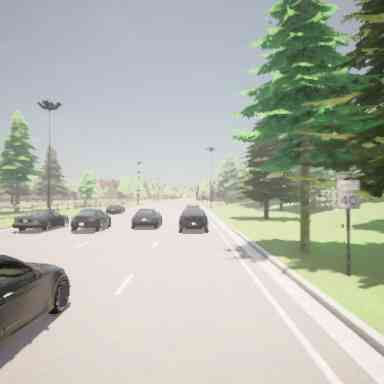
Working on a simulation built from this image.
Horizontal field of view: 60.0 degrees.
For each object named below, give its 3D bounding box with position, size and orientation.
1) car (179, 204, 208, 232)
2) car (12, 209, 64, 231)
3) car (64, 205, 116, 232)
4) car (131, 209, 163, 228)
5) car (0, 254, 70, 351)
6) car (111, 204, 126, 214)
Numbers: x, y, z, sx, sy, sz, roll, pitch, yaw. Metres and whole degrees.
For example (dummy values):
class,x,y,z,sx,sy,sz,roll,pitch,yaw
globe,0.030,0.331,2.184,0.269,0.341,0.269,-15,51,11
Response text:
class,x,y,z,sx,sy,sz,roll,pitch,yaw
car,0.105,1.846,23.005,1.882,1.535,5.008,0,-1,0
car,-10.394,1.921,23.273,2.033,1.411,5.357,0,-1,0
car,-6.895,1.896,23.056,1.812,1.442,4.674,0,-1,0
car,-3.394,1.974,25.601,1.994,1.385,4.181,0,-1,0
car,-3.399,1.606,4.879,1.812,1.442,4.674,0,-1,0
car,-10.389,2.293,45.543,1.994,1.385,4.181,0,-1,0
